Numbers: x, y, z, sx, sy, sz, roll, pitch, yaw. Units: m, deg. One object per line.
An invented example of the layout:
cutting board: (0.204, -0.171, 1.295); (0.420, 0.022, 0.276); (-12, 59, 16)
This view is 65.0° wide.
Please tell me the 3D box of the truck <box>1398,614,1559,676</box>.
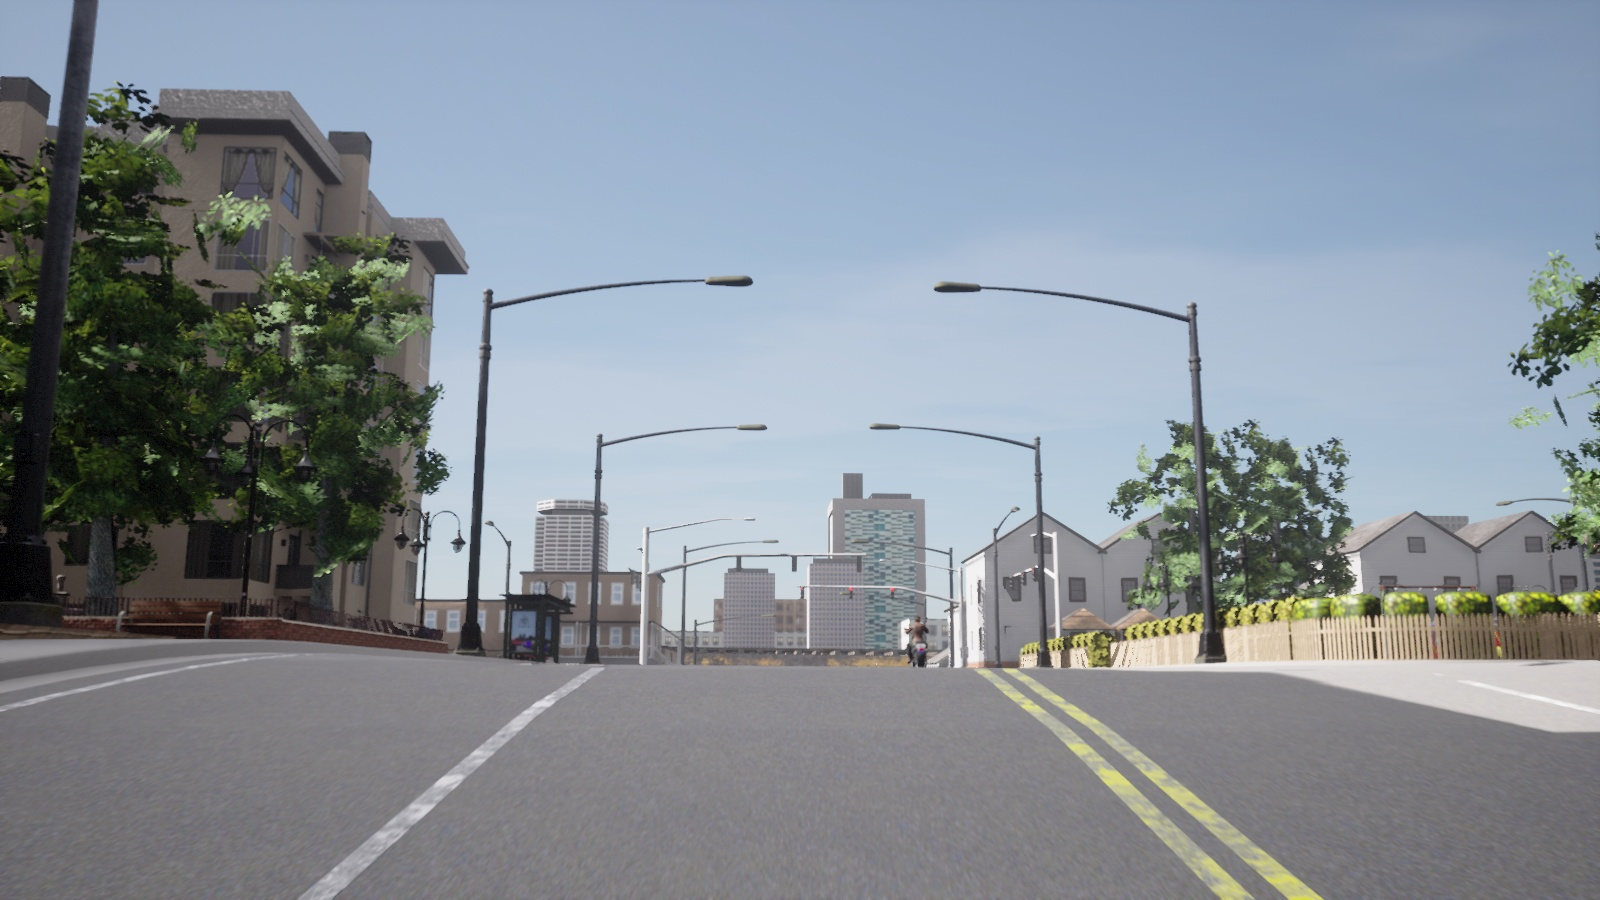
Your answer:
truck: (43.605, 12.570, 80.903); (8.468, 3.827, 2.891); (0, -11, -1)

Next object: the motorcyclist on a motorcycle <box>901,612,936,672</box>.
motorcyclist on a motorcycle: (3.425, 5.590, 36.409); (0.766, 1.649, 2.350); (0, -11, 0)
